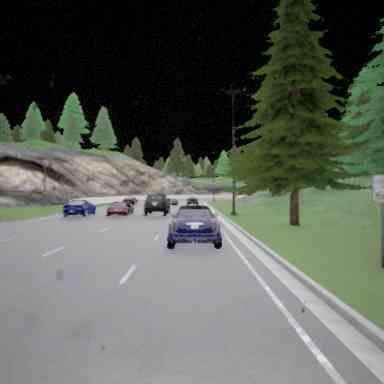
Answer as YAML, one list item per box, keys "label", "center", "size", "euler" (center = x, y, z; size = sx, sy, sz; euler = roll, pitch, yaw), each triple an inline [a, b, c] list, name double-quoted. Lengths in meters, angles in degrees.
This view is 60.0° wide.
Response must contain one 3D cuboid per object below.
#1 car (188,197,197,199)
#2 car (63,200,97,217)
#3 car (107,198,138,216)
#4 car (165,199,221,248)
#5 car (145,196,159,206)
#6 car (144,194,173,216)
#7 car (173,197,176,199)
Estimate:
- label: "car"
  center: [0.106, 1.533, 56.097]
  size: [1.837, 1.490, 4.892]
  euler: [0, 0, 0]
- label: "car"
  center: [-10.397, 1.494, 31.191]
  size: [1.882, 1.535, 5.008]
  euler: [0, 0, 0]
- label: "car"
  center: [-6.896, 1.581, 32.376]
  size: [1.994, 1.385, 4.181]
  euler: [0, 0, 0]
- label: "car"
  center: [0.102, 1.360, 14.908]
  size: [2.097, 1.767, 4.553]
  euler: [0, 0, 0]
- label: "car"
  center: [-6.894, 1.534, 57.203]
  size: [1.837, 1.490, 4.892]
  euler: [0, 0, 0]
- label: "car"
  center: [-3.397, 1.238, 33.013]
  size: [2.150, 2.045, 5.566]
  euler: [0, 0, 0]
- label: "car"
  center: [-3.395, 1.593, 57.323]
  size: [1.994, 1.385, 4.181]
  euler: [0, 0, 0]
